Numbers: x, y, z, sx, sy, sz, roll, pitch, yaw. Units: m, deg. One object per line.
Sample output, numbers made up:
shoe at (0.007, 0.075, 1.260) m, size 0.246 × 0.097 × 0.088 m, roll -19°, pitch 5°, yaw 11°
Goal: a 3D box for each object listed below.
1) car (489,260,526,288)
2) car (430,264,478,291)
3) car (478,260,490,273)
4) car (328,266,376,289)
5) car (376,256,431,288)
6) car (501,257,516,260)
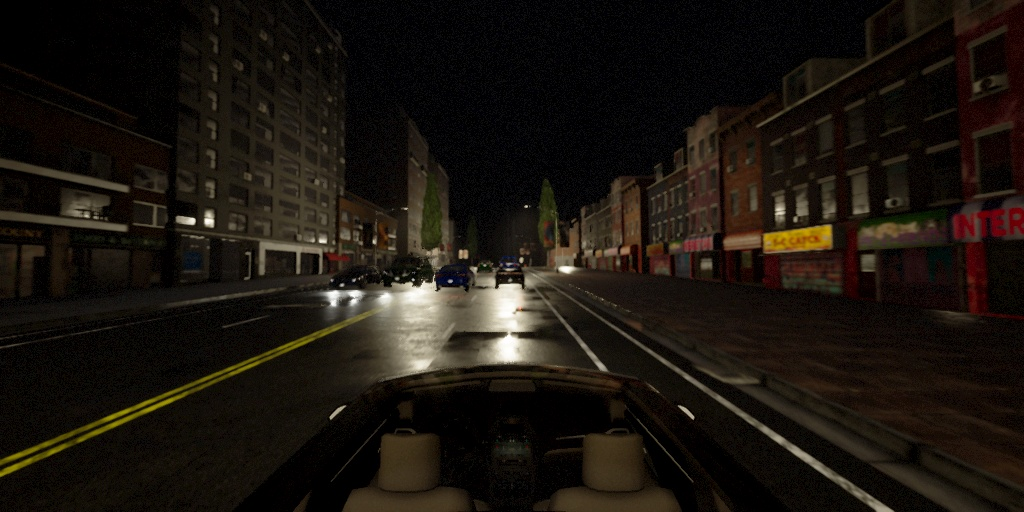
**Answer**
car at (-0.138, 1.231, 23.381) m, size 2.128 × 1.511 × 4.902 m, roll 0°, pitch 0°, yaw -1°
car at (-3.368, 1.230, 21.891) m, size 1.882 × 1.535 × 5.008 m, roll 0°, pitch 0°, yaw -1°
car at (-3.701, 1.387, 50.309) m, size 2.097 × 1.767 × 4.553 m, roll 0°, pitch -1°, yaw -1°
car at (-10.089, 1.348, 23.887) m, size 2.033 × 1.411 × 5.357 m, roll 0°, pitch 0°, yaw -1°
car at (-6.847, 1.003, 24.106) m, size 2.150 × 2.045 × 5.566 m, roll 0°, pitch 0°, yaw 0°
car at (-0.379, 1.135, 42.650) m, size 2.150 × 2.045 × 5.566 m, roll 0°, pitch -1°, yaw 0°
